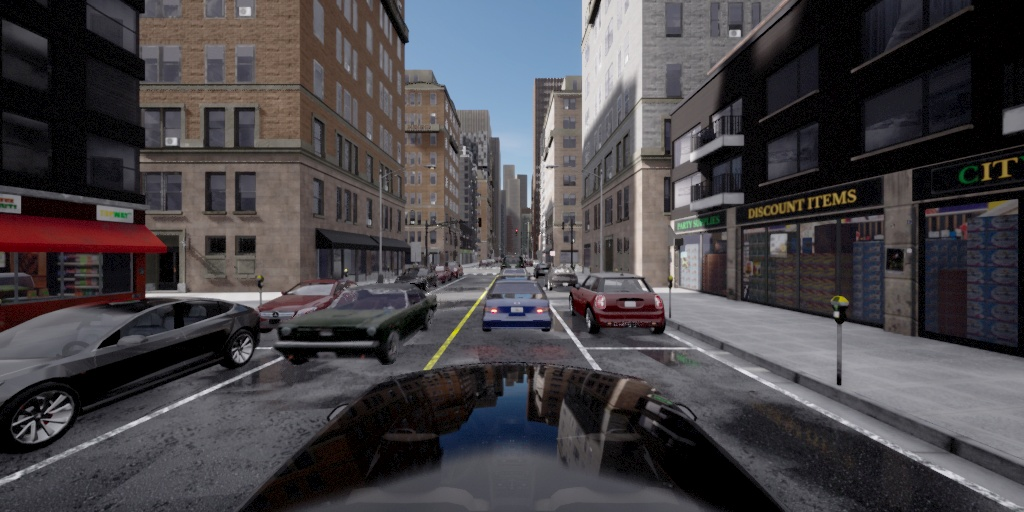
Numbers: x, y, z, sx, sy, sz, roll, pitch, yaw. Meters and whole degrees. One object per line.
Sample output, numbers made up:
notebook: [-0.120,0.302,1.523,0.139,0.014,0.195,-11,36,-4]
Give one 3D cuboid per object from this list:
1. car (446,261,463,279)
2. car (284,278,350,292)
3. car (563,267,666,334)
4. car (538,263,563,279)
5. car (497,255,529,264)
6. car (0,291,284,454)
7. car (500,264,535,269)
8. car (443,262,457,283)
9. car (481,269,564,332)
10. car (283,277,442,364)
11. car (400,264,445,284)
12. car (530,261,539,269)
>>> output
car: [-5.600,1.192,32.654,1.967,1.591,4.097,0,0,0]
car: [-5.652,1.331,10.648,1.802,1.307,4.207,0,0,0]
car: [2.874,1.189,10.628,1.967,1.591,4.097,0,0,0]
car: [2.899,1.301,21.631,2.007,1.370,4.403,0,0,0]
car: [0.075,0.974,31.380,2.150,2.045,5.566,0,0,-1]
car: [-5.665,1.315,5.147,1.948,1.339,4.313,0,0,0]
car: [0.142,1.351,21.349,1.895,1.301,4.718,0,0,0]
car: [-5.613,1.333,27.152,1.802,1.307,4.207,0,0,0]
car: [0.120,1.297,10.843,2.033,1.411,5.357,0,0,0]
car: [-3.090,1.350,8.196,1.895,1.301,4.718,0,0,0]
car: [-5.626,1.316,21.651,1.948,1.339,4.313,0,0,0]
car: [2.926,1.318,32.633,1.948,1.339,4.313,0,0,0]
